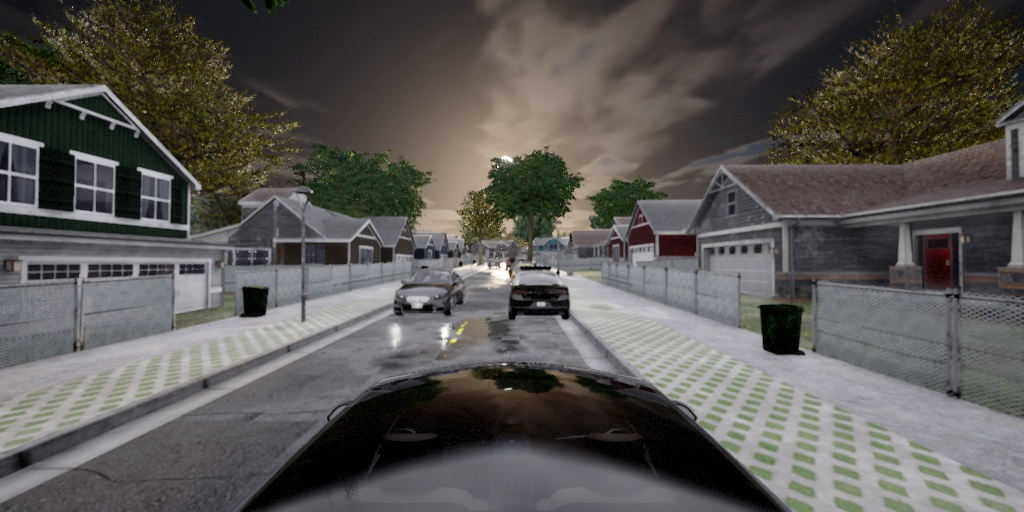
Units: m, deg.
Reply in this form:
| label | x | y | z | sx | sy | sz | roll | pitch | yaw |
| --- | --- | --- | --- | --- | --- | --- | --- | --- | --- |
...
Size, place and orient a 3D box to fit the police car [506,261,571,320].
| label | x | y | z | sx | sy | sz | roll | pitch | yaw |
| --- | --- | --- | --- | --- | --- | --- | --- | --- | --- |
| police car | 0.828 | 1.158 | 12.739 | 1.930 | 1.638 | 5.238 | 0 | 0 | 0 |

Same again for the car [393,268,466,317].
| label | x | y | z | sx | sy | sz | roll | pitch | yaw |
| --- | --- | --- | --- | --- | --- | --- | --- | --- | --- |
| car | -2.846 | 1.223 | 13.221 | 2.128 | 1.511 | 4.902 | 0 | 0 | 0 |

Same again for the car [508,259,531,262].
| label | x | y | z | sx | sy | sz | roll | pitch | yaw |
| --- | --- | --- | --- | --- | --- | --- | --- | --- | --- |
| car | 0.830 | 1.169 | 22.822 | 1.801 | 1.575 | 5.366 | 0 | 0 | 0 |

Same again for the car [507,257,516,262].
| label | x | y | z | sx | sy | sz | roll | pitch | yaw |
| --- | --- | --- | --- | --- | --- | --- | --- | --- | --- |
| car | 0.831 | 1.052 | 28.602 | 2.097 | 1.767 | 4.553 | 0 | 0 | 0 |

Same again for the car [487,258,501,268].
| label | x | y | z | sx | sy | sz | roll | pitch | yaw |
| --- | --- | --- | --- | --- | --- | --- | --- | --- | --- |
| car | -2.814 | 1.135 | 56.786 | 2.128 | 1.511 | 4.902 | 0 | 0 | 0 |

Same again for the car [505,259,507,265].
| label | x | y | z | sx | sy | sz | roll | pitch | yaw |
| --- | --- | --- | --- | --- | --- | --- | --- | --- | --- |
| car | 0.046 | 1.158 | 50.879 | 1.837 | 1.490 | 4.892 | 0 | 0 | 1 |
